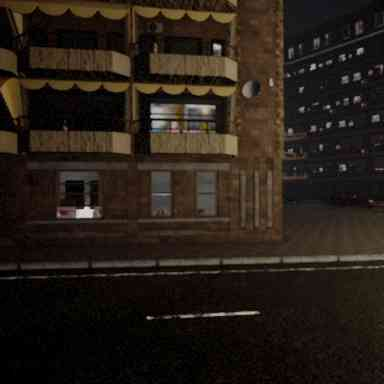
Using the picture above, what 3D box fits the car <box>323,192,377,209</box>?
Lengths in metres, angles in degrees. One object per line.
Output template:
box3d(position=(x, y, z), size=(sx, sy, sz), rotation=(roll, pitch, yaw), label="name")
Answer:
box3d(position=(18.264, 0.952, 38.082), size=(2.192, 1.841, 5.009), rotation=(1, 0, -40), label="car")

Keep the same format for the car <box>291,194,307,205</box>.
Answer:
box3d(position=(13.911, 0.974, 47.339), size=(1.837, 1.490, 4.892), rotation=(0, 1, -40), label="car")

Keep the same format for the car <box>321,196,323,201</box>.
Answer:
box3d(position=(21.155, 0.843, 47.696), size=(2.192, 1.841, 5.009), rotation=(1, 0, -40), label="car")

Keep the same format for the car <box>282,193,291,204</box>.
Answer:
box3d(position=(11.038, 0.998, 46.735), size=(1.887, 1.381, 4.507), rotation=(1, 0, -40), label="car")
